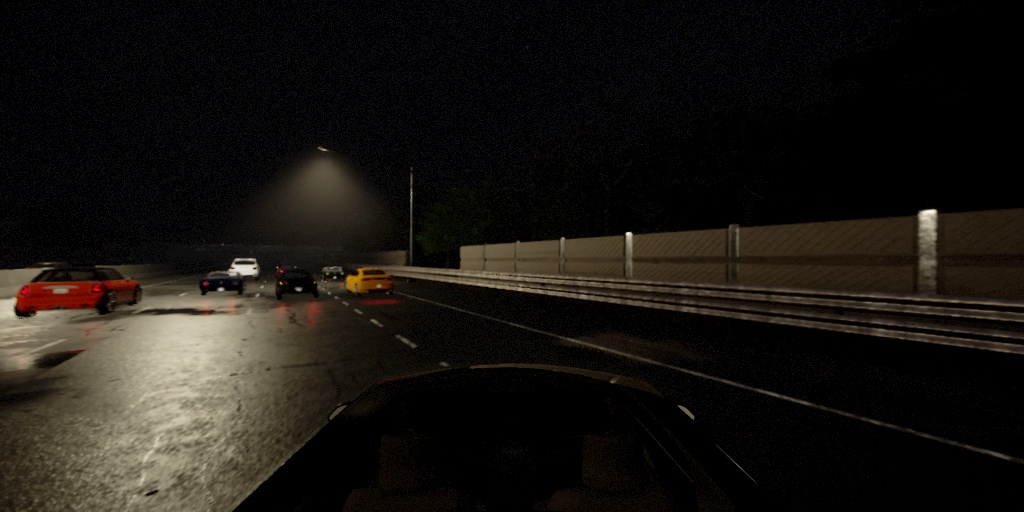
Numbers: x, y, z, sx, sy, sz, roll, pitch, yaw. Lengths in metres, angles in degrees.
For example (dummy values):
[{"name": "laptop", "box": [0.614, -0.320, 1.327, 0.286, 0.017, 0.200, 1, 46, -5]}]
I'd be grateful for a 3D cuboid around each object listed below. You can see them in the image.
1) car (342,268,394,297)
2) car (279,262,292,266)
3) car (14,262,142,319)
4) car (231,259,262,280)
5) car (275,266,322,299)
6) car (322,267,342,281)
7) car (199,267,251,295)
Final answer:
[{"name": "car", "box": [-8.327, 1.443, 20.883, 1.882, 1.535, 5.008, 1, -1, -33]}, {"name": "car", "box": [-26.180, 1.714, 41.662, 1.994, 1.385, 4.181, 1, -1, -33]}, {"name": "car", "box": [-16.167, 1.197, 13.698, 2.097, 1.767, 4.553, 1, -1, -33]}, {"name": "car", "box": [-25.733, 1.289, 34.749, 2.150, 2.045, 5.566, 1, -1, -33]}, {"name": "car", "box": [-11.671, 1.460, 19.416, 1.812, 1.442, 4.674, 1, -1, -33]}, {"name": "car", "box": [-17.650, 1.706, 35.140, 1.895, 1.301, 4.718, 1, -1, -33]}, {"name": "car", "box": [-16.945, 1.538, 21.261, 1.895, 1.301, 4.718, 1, -1, -33]}]
